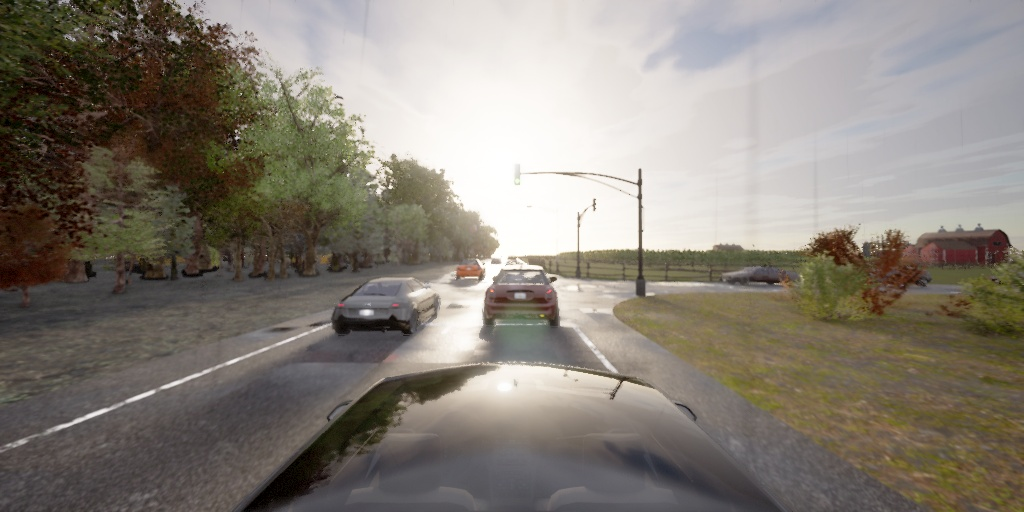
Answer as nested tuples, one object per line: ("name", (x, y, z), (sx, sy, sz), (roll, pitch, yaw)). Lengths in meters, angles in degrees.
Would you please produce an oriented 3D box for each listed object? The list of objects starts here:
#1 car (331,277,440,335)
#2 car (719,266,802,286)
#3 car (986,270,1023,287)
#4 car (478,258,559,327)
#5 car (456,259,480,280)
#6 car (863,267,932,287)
("car", (-3.401, 1.293, 10.421), (1.994, 1.385, 4.181), (0, 0, 0))
("car", (18.718, 1.489, 27.097), (5.357, 1.411, 2.033), (1, -1, 0))
("car", (38.601, 1.724, 26.992), (4.181, 1.385, 1.994), (1, -1, 1))
("car", (0.402, 1.077, 11.684), (2.097, 1.767, 4.553), (0, 0, 5))
("car", (-3.402, 1.030, 30.464), (2.097, 1.767, 4.553), (0, 0, 0))
("car", (28.556, 1.541, 27.054), (4.902, 1.511, 2.128), (1, -1, 0))
